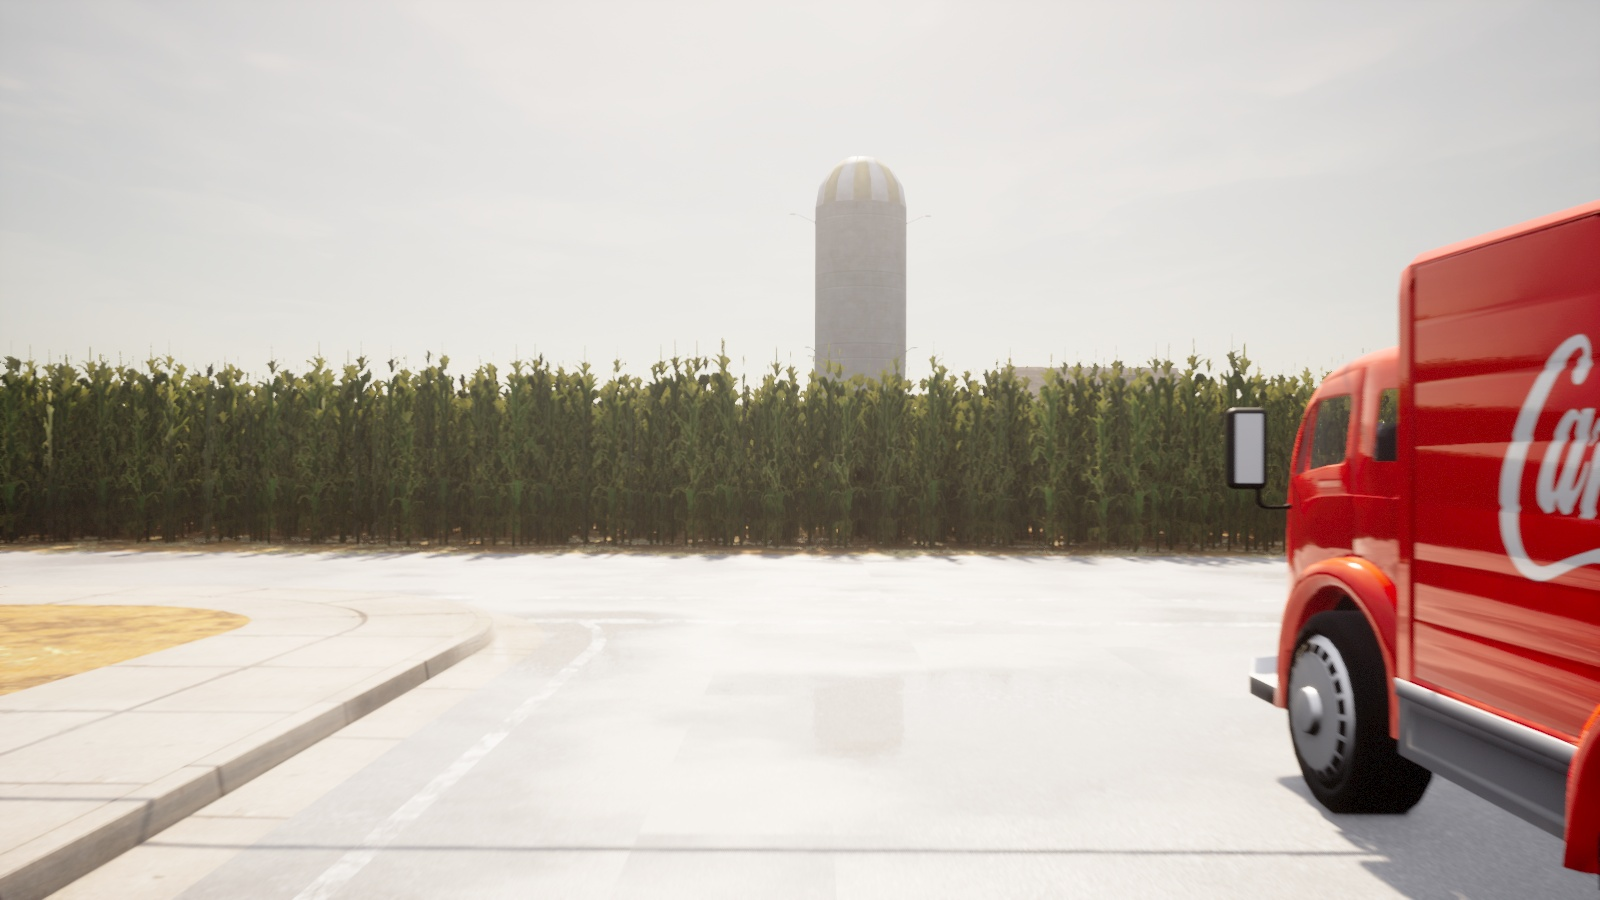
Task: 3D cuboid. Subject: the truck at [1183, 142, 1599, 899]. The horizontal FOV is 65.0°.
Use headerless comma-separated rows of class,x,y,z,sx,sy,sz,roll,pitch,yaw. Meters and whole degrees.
truck,3.486,0.397,4.449,2.627,2.467,5.204,0,0,0
